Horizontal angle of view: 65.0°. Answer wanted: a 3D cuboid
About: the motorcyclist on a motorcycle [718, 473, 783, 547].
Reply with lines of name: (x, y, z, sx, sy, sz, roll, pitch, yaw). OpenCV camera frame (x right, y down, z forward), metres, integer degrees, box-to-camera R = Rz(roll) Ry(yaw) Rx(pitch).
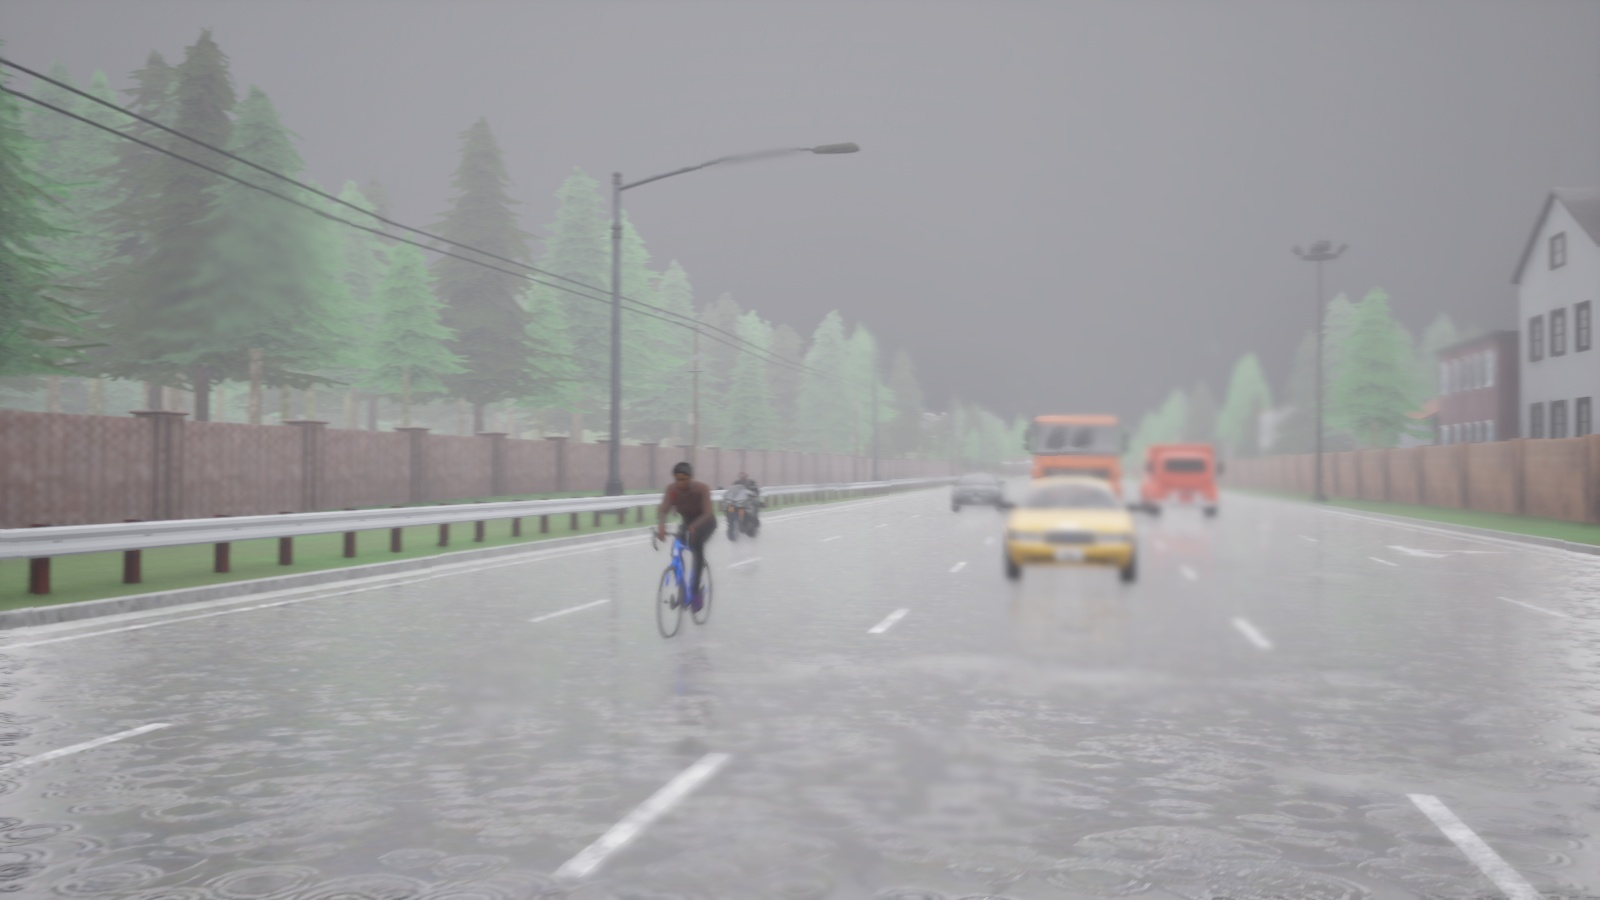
motorcyclist on a motorcycle: (-1.054, 1.265, 27.276, 0.866, 1.530, 2.191, 0, -1, 13)

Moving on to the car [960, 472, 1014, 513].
car: (6.947, 1.525, 46.380, 1.812, 1.442, 4.674, 0, -1, 10)

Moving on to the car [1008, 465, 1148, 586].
car: (4.262, 1.032, 19.187, 1.801, 1.575, 5.366, 0, -1, 13)

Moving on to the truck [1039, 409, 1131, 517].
truck: (10.149, 0.484, 44.752, 2.891, 3.462, 7.936, 0, -1, 13)

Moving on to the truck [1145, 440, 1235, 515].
truck: (13.569, 0.959, 43.992, 2.627, 2.467, 5.204, 0, -1, 13)

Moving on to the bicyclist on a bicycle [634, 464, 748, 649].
bicyclist on a bicycle: (-1.001, 0.949, 11.920, 0.582, 1.620, 1.656, 0, -1, 13)
